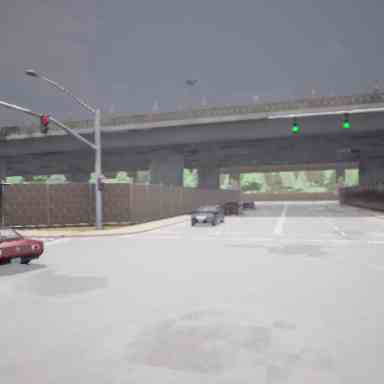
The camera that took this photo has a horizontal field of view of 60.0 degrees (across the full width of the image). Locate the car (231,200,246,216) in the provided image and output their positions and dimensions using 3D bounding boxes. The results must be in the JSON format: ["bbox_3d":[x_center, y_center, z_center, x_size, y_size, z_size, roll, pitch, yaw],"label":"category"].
[{"bbox_3d":[4.371,1.778,36.291,1.882,1.535,5.008,-1,0,17],"label":"car"}]

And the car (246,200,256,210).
[{"bbox_3d":[8.350,1.925,49.711,1.994,1.385,4.181,-1,-1,17],"label":"car"}]

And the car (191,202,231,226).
[{"bbox_3d":[1.301,1.745,25.881,2.128,1.511,4.902,-1,-1,16],"label":"car"}]

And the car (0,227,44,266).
[{"bbox_3d":[-7.266,1.831,11.257,4.718,1.301,1.895,-1,-1,31],"label":"car"}]
